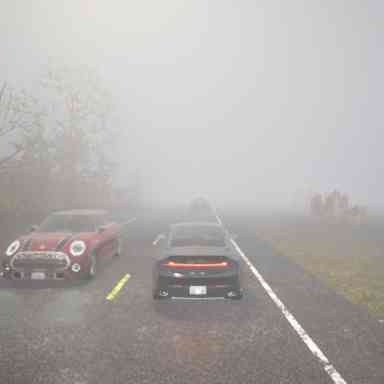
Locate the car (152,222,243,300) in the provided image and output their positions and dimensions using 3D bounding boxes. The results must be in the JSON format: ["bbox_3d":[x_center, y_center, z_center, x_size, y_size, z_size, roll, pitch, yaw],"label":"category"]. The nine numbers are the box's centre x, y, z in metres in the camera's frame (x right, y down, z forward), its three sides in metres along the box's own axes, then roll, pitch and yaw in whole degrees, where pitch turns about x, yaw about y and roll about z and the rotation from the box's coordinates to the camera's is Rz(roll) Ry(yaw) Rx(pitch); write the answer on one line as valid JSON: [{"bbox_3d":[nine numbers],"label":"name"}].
[{"bbox_3d":[0.137,1.508,8.369,1.837,1.490,4.892,0,0,1],"label":"car"}]

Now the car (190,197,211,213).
[{"bbox_3d":[0.985,1.381,37.446,2.097,1.767,4.553,0,0,4],"label":"car"}]

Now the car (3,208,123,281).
[{"bbox_3d":[-3.540,1.356,9.964,2.097,1.767,4.553,0,0,1],"label":"car"}]
